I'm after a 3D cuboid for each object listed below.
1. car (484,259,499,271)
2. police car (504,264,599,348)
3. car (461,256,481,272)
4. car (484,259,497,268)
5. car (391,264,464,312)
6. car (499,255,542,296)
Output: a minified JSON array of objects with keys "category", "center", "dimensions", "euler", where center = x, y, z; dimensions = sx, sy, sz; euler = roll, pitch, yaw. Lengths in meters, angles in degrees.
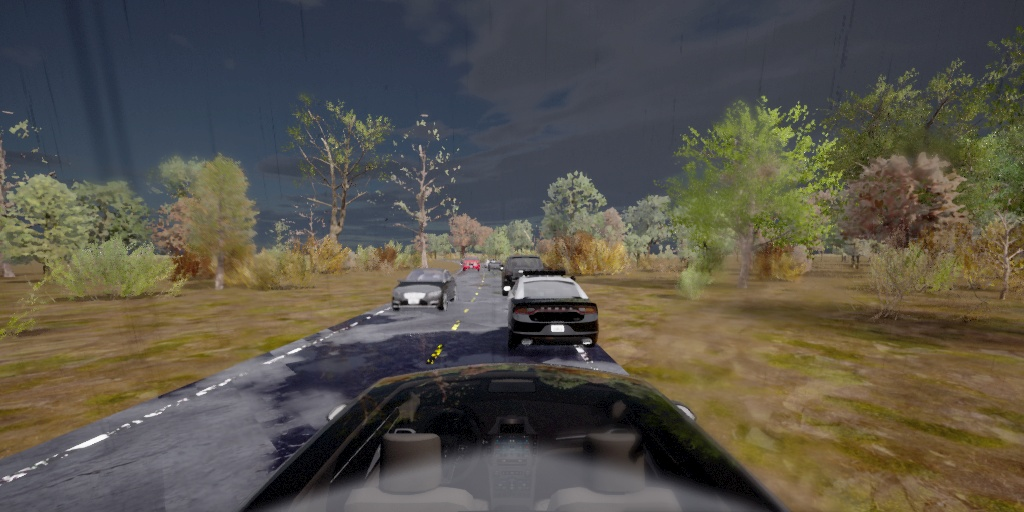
[{"category":"car","center":[-2.314,1.240,48.050],"dimensions":[2.128,1.511,4.902],"euler":[0,0,-5]},{"category":"police car","center":[0.820,1.174,9.399],"dimensions":[1.930,1.638,5.238],"euler":[0,0,-1]},{"category":"car","center":[-5.219,0.972,46.278],"dimensions":[2.150,2.045,5.566],"euler":[0,0,-5]},{"category":"car","center":[-3.595,1.278,59.848],"dimensions":[1.812,1.442,4.674],"euler":[0,0,-8]},{"category":"car","center":[-3.332,1.240,14.332],"dimensions":[2.128,1.511,4.902],"euler":[0,0,-2]},{"category":"car","center":[0.531,0.972,19.363],"dimensions":[2.150,2.045,5.566],"euler":[0,0,-2]}]
